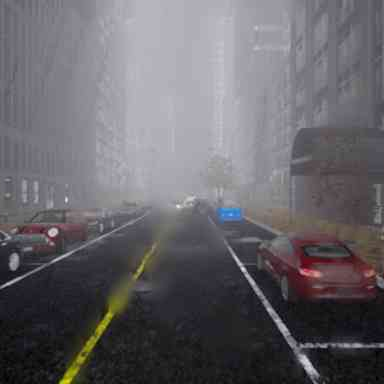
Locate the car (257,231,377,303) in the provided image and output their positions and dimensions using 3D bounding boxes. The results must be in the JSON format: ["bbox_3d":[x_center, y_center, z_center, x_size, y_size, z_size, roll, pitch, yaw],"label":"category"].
[{"bbox_3d":[2.690,1.589,7.901,1.802,1.307,4.206,0,0,0],"label":"car"}]

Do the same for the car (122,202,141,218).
[{"bbox_3d":[-5.691,1.596,30.672,1.802,1.307,4.206,0,0,0],"label":"car"}]

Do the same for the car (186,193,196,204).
[{"bbox_3d":[0.001,1.247,66.605,2.150,2.045,5.566,0,0,0],"label":"car"}]

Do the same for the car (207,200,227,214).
[{"bbox_3d":[2.690,1.597,36.362,1.802,1.307,4.206,0,0,0],"label":"car"}]

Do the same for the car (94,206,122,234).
[{"bbox_3d":[-5.691,1.563,19.288,2.008,1.369,4.403,0,0,0],"label":"car"}]

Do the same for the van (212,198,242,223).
[{"bbox_3d":[2.690,1.354,24.978,1.690,1.788,3.998,0,0,0],"label":"van"}]

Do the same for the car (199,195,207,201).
[{"bbox_3d":[2.692,1.437,81.902,1.967,1.590,4.097,0,0,0],"label":"car"}]

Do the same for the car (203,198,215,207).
[{"bbox_3d":[2.691,1.600,53.440,1.802,1.307,4.206,0,0,0],"label":"car"}]

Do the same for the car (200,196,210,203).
[{"bbox_3d":[2.691,1.562,70.517,2.008,1.369,4.403,0,0,0],"label":"car"}]

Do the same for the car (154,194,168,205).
[{"bbox_3d":[-5.690,1.569,59.136,2.008,1.369,4.403,0,0,0],"label":"car"}]

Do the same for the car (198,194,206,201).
[{"bbox_3d":[2.692,1.429,87.594,1.967,1.590,4.097,0,0,0],"label":"car"}]

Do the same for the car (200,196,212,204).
[{"bbox_3d":[2.691,1.566,64.824,2.008,1.369,4.403,0,0,0],"label":"car"}]

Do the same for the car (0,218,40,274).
[{"bbox_3d":[-5.691,1.559,7.903,2.008,1.369,4.403,0,0,0],"label":"car"}]

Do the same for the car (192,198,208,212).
[{"bbox_3d":[0.899,1.521,39.997,1.837,1.490,4.892,0,0,0],"label":"car"}]

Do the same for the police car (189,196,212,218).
[{"bbox_3d":[0.900,1.439,30.107,1.930,1.638,5.238,0,0,0],"label":"police car"}]

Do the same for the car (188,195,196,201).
[{"bbox_3d":[0.000,1.388,81.574,1.812,1.442,4.674,0,0,0],"label":"car"}]

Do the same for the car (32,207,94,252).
[{"bbox_3d":[-5.691,1.451,13.596,1.967,1.590,4.097,0,0,0],"label":"car"}]

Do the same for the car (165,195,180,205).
[{"bbox_3d":[-3.054,1.619,57.849,1.895,1.301,4.718,0,0,1],"label":"car"}]
